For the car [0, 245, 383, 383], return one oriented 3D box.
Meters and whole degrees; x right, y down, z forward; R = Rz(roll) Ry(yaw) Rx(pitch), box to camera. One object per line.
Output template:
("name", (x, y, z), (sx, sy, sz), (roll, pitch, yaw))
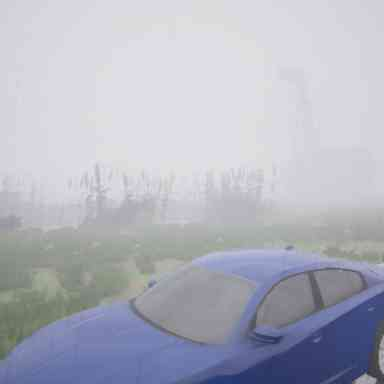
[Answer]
("car", (0.607, 1.467, 3.817), (5.008, 1.535, 1.882), (-1, 0, -36))
